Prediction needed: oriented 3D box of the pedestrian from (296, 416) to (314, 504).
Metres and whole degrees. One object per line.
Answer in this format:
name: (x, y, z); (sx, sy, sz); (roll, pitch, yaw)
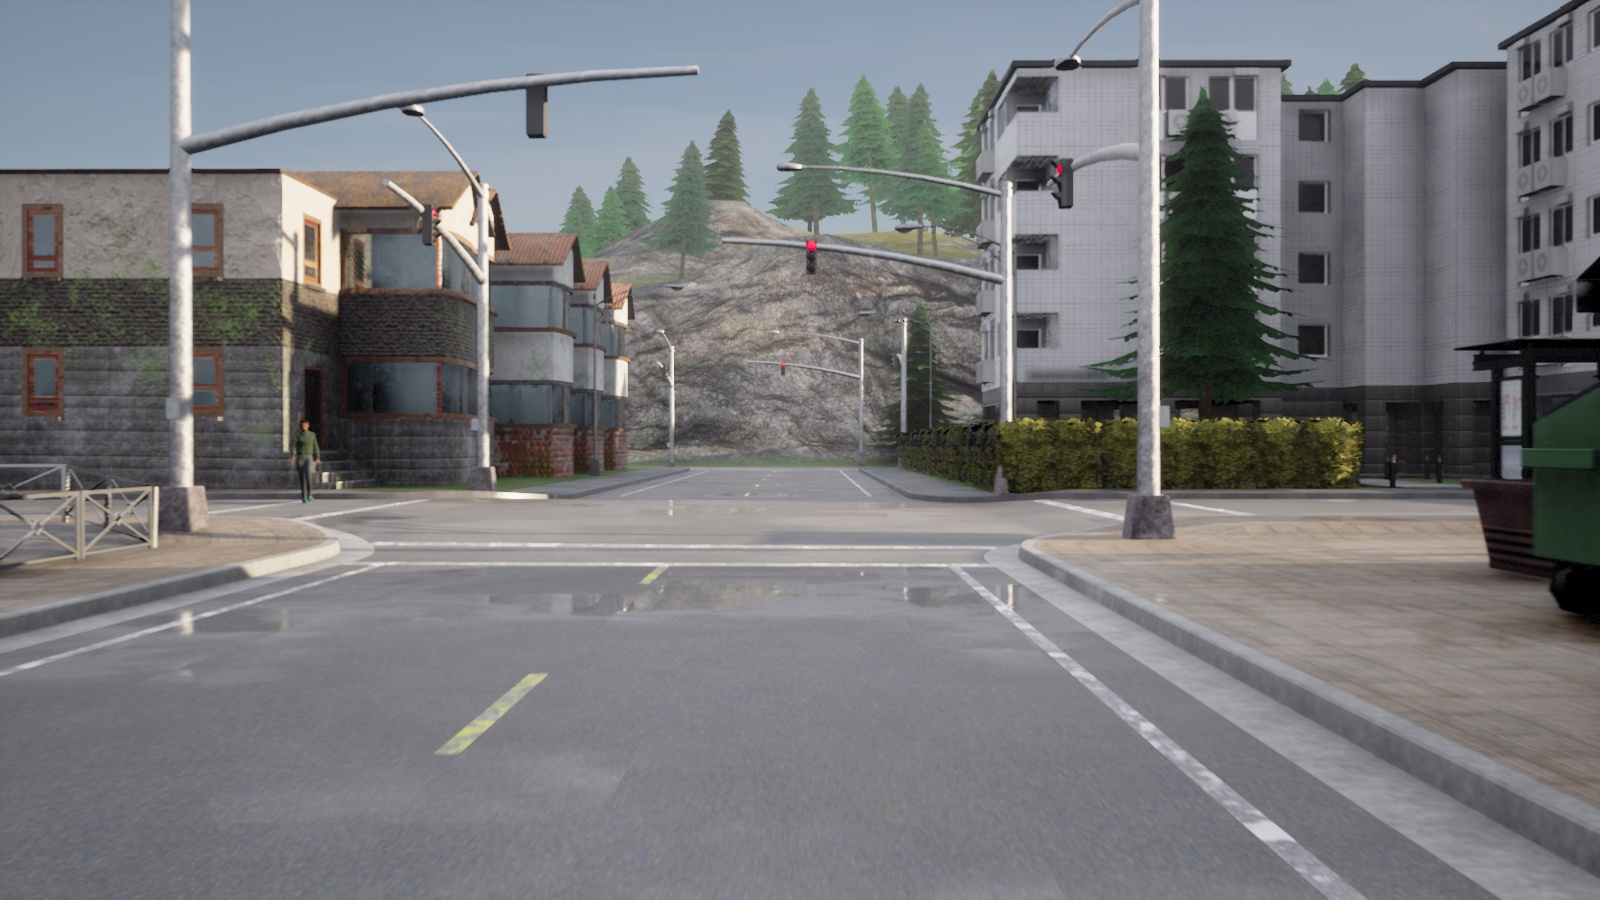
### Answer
pedestrian: (-10.601, 0.207, 26.893); (0.353, 1.847, 0.614); (0, 0, -23)
